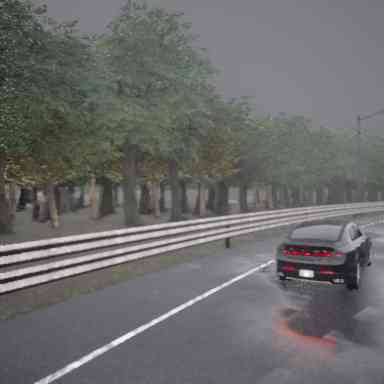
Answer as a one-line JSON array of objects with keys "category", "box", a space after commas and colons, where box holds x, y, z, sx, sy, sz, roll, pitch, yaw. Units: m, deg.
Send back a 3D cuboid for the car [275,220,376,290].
[{"category": "car", "box": [3.849, 1.540, 9.349, 1.837, 1.490, 4.892, -2, -1, 33]}]
